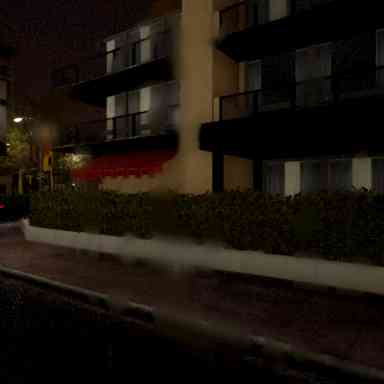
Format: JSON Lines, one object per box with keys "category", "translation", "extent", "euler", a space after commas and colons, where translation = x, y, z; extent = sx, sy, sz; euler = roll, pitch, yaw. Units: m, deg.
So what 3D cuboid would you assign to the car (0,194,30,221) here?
{"category": "car", "translation": [-13.681, 1.220, 27.676], "extent": [2.150, 2.045, 5.566], "euler": [0, 0, 35]}
